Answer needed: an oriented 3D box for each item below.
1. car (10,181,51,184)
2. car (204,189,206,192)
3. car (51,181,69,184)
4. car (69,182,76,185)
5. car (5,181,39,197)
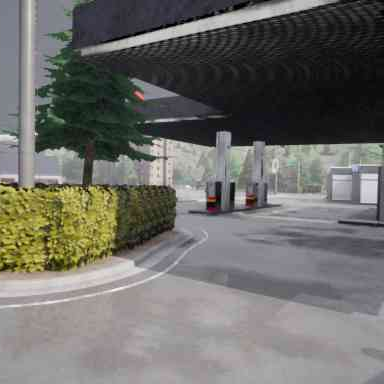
[{"bbox_3d":[-17.196,-0.173,35.193,3.866,1.878,1.905,2,2,35],"label":"car"},{"bbox_3d":[4.930,-0.336,65.577,5.027,1.636,2.152,2,2,35],"label":"car"},{"bbox_3d":[-26.734,-1.251,65.441,3.866,1.878,1.905,2,2,35],"label":"car"},{"bbox_3d":[-25.396,-1.278,68.053,4.605,1.855,1.932,2,2,35],"label":"car"},{"bbox_3d":[-21.727,-0.457,42.412,4.605,1.855,1.932,2,2,35],"label":"car"}]
